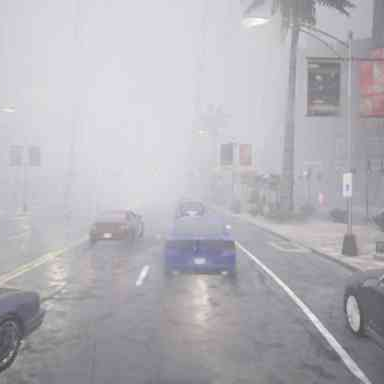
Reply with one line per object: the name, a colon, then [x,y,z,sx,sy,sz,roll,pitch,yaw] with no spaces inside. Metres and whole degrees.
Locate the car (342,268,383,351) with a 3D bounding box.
car: [3.300,1.508,3.671,1.837,1.490,4.892,0,0,4]

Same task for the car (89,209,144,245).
car: [-3.312,1.494,15.104,1.812,1.442,4.674,0,0,-2]

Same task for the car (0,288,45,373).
car: [-3.383,1.533,2.593,2.033,1.411,5.357,0,0,6]

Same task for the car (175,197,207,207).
car: [-0.062,1.323,21.455,2.097,1.767,4.553,0,0,-2]

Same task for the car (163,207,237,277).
car: [0.227,1.464,10.255,1.882,1.535,5.008,0,0,1]

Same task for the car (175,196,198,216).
car: [-0.641,1.304,32.980,2.097,1.767,4.553,0,0,-3]
